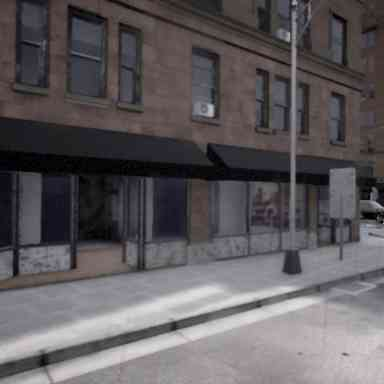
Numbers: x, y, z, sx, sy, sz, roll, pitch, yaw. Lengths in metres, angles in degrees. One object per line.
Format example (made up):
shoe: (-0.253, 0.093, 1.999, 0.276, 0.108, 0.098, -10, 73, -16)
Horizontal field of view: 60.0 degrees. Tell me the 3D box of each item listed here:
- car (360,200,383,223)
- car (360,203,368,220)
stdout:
car: (14.297, 1.493, 26.949, 2.097, 1.767, 4.553, 1, 0, -36)
car: (10.810, 1.679, 26.194, 1.895, 1.301, 4.718, 1, 0, -35)
